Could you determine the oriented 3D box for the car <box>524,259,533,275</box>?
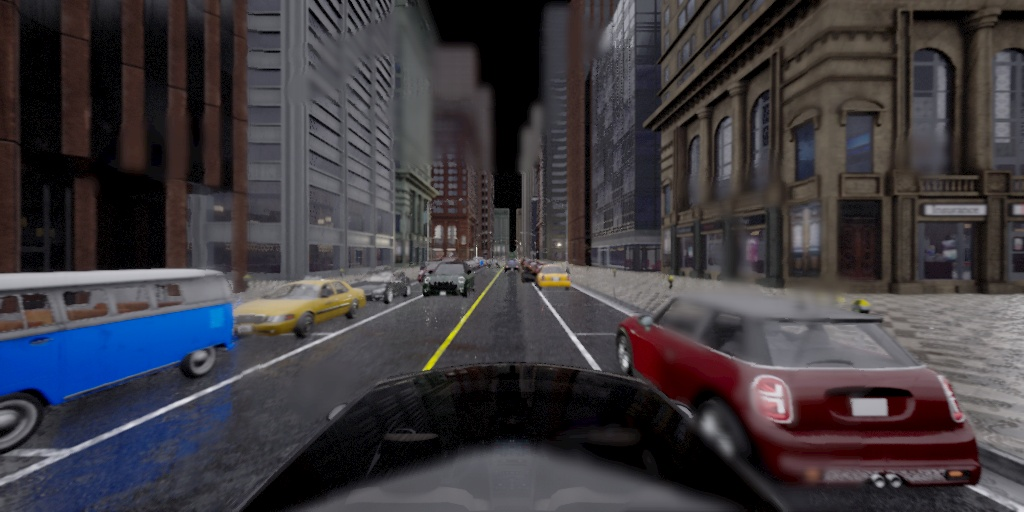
[{"bbox_3d":[2.761,1.307,44.162,1.802,1.307,4.207,0,0,0],"label":"car"}]

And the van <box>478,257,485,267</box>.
[{"bbox_3d":[-5.765,1.063,61.066,1.690,1.789,3.998,0,0,0],"label":"van"}]

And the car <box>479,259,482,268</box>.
[{"bbox_3d":[-5.765,1.274,49.792,2.007,1.370,4.403,0,0,0],"label":"car"}]

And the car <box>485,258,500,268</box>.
[{"bbox_3d":[-3.002,1.140,60.674,1.837,1.490,4.892,0,0,0],"label":"car"}]

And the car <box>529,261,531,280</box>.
[{"bbox_3d":[2.761,1.312,32.889,1.802,1.307,4.207,0,0,0],"label":"car"}]

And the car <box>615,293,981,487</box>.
[{"bbox_3d":[2.762,1.187,4.707,1.967,1.591,4.097,0,0,0],"label":"car"}]

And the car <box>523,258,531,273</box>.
[{"bbox_3d":[2.760,1.305,49.798,1.802,1.307,4.207,0,0,0],"label":"car"}]

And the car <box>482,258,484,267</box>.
[{"bbox_3d":[-5.765,1.304,55.429,1.802,1.307,4.207,0,0,0],"label":"car"}]

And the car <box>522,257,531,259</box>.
[{"bbox_3d":[2.760,1.162,55.434,1.967,1.591,4.097,0,0,0],"label":"car"}]

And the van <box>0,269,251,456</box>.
[{"bbox_3d":[-5.763,1.088,4.700,1.690,1.789,3.998,0,0,0],"label":"van"}]

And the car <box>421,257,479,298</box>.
[{"bbox_3d":[-3.099,1.090,18.362,2.097,1.767,4.553,0,0,0],"label":"car"}]

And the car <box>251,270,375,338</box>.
[{"bbox_3d":[-5.763,1.268,10.167,1.751,1.417,4.829,0,0,0],"label":"car"}]

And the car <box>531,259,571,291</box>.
[{"bbox_3d":[2.350,1.192,21.777,1.801,1.575,5.366,0,0,0],"label":"car"}]

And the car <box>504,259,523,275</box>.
[{"bbox_3d":[0.044,1.326,45.241,1.895,1.301,4.718,0,0,1],"label":"car"}]

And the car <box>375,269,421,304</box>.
[{"bbox_3d":[-5.763,1.290,15.972,2.007,1.370,4.403,0,0,0],"label":"car"}]
